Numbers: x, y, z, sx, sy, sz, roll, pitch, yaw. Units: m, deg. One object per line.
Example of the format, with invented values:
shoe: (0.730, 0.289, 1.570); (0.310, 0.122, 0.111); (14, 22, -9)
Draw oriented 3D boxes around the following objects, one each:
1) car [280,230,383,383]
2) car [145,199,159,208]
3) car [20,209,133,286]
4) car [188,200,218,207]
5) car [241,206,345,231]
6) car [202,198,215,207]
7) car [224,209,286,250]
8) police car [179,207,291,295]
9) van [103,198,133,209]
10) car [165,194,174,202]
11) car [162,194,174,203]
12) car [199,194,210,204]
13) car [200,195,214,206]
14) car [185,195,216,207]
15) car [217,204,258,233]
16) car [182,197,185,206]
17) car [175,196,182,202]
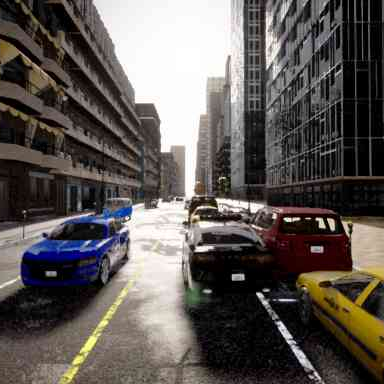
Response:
car: (2.693, 1.527, 4.187); (1.752, 1.417, 4.829); (1, 0, 0)
car: (-5.783, 1.647, 48.181); (1.802, 1.307, 4.206); (1, 0, 0)
car: (-3.021, 1.482, 9.619); (1.882, 1.535, 5.008); (0, 0, 0)
car: (0.812, 1.468, 19.081); (1.801, 1.575, 5.366); (0, 0, 0)
car: (2.685, 1.320, 9.539); (2.192, 1.841, 5.009); (1, 0, 0)
car: (2.585, 1.647, 53.721); (1.947, 1.339, 4.313); (1, 0, 0)
car: (2.669, 1.574, 15.061); (1.947, 1.339, 4.313); (1, 0, 0)
police car: (0.719, 1.429, 8.952); (1.930, 1.638, 5.238); (0, 0, -4)
van: (-5.731, 1.362, 26.091); (1.690, 1.788, 3.998); (1, 0, 0)
car: (-5.864, 1.514, 86.842); (2.192, 1.841, 5.009); (1, 0, 0)
car: (-5.843, 1.697, 75.795); (1.887, 1.381, 4.507); (1, 0, 0)
car: (2.552, 1.447, 70.291); (2.192, 1.841, 5.009); (1, 0, 0)
car: (2.576, 1.412, 59.245); (2.192, 1.841, 5.009); (1, 0, 0)
car: (0.774, 1.241, 24.942); (2.150, 2.045, 5.566); (0, 0, -1)
car: (2.658, 1.558, 20.585); (1.887, 1.381, 4.507); (1, 0, 0)
car: (-0.091, 1.588, 46.785); (1.812, 1.442, 4.674); (0, 0, 0)
car: (-3.178, 1.745, 82.996); (1.994, 1.385, 4.181); (0, 0, 0)
